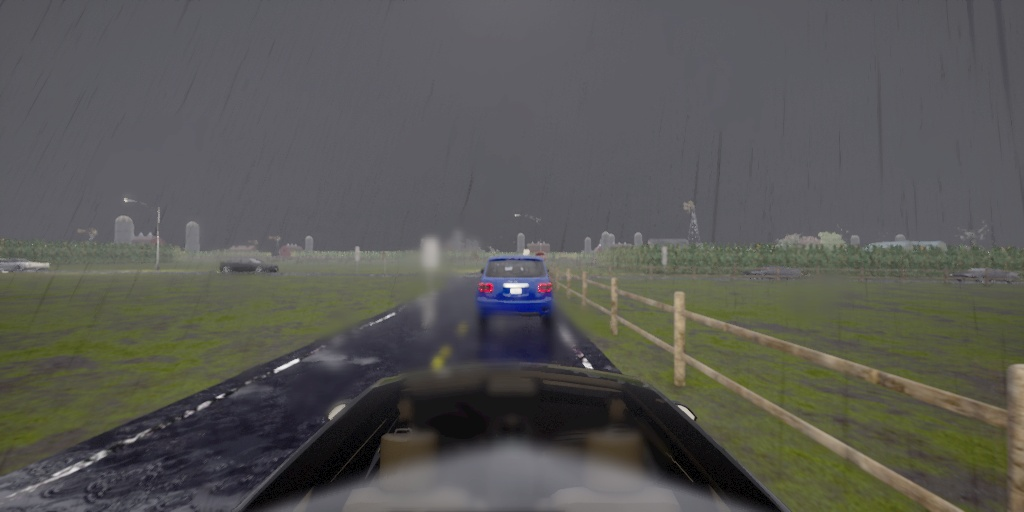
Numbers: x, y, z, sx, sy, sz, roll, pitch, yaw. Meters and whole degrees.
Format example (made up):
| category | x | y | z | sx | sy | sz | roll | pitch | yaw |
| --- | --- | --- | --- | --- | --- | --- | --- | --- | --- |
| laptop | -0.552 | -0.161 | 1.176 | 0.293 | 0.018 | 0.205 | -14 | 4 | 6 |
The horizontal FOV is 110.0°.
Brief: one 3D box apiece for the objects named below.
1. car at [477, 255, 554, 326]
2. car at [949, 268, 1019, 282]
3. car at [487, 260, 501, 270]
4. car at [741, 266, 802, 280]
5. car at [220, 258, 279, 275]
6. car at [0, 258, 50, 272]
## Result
| category | x | y | z | sx | sy | sz | roll | pitch | yaw |
| --- | --- | --- | --- | --- | --- | --- | --- | --- | --- |
| car | 0.110 | 0.991 | 11.940 | 2.150 | 2.045 | 5.566 | 0 | 0 | 0 |
| car | 48.930 | 1.968 | 37.209 | 5.357 | 1.411 | 2.033 | 1 | -1 | 0 |
| car | -2.757 | 1.312 | 54.878 | 1.837 | 1.490 | 4.892 | 0 | 0 | 0 |
| car | 27.060 | 1.698 | 37.417 | 5.357 | 1.411 | 2.033 | 1 | -1 | 0 |
| car | -25.350 | 0.991 | 34.731 | 5.008 | 1.535 | 1.882 | 1 | -1 | 0 |
| car | -48.288 | 0.884 | 34.914 | 4.718 | 1.301 | 1.895 | 1 | -1 | 1 |
